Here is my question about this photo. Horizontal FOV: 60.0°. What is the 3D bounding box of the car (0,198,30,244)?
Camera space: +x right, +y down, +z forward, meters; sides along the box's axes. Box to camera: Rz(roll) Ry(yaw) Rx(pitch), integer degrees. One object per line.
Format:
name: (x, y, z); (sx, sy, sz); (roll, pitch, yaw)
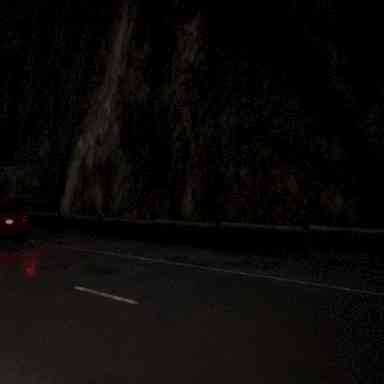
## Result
car: (-9.661, 1.316, 15.181); (5.566, 2.045, 2.150); (0, 0, 36)
